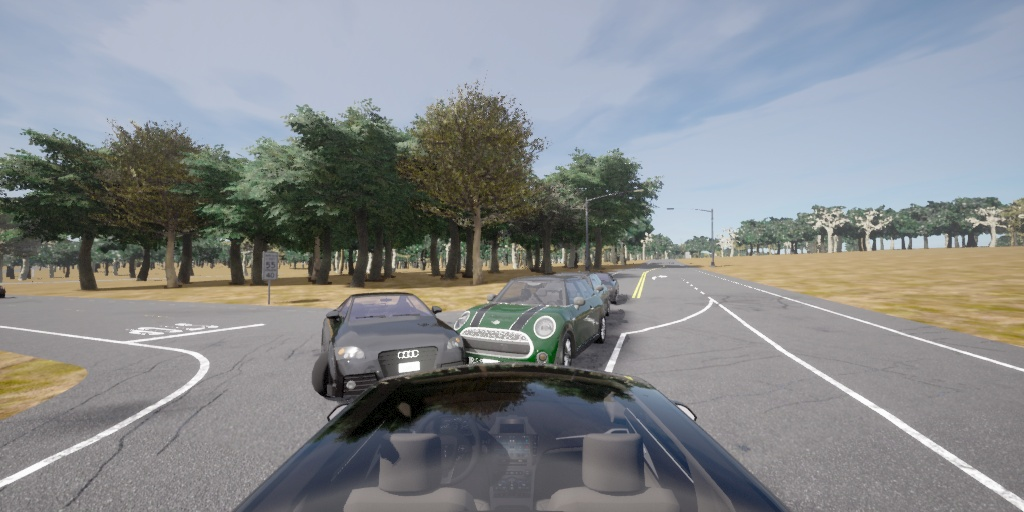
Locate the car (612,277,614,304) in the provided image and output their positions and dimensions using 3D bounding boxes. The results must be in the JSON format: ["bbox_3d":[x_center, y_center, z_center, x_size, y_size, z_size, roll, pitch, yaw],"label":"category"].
[{"bbox_3d":[2.031,1.343,12.103,2.097,1.767,4.553,-1,-1,21],"label":"car"}]

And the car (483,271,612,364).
[{"bbox_3d":[0.623,1.217,7.791,2.097,1.767,4.553,-1,-2,26],"label":"car"}]

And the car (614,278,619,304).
[{"bbox_3d":[4.228,1.508,17.829,1.994,1.385,4.181,-1,0,19],"label":"car"}]

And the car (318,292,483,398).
[{"bbox_3d":[-2.350,1.375,6.587,1.994,1.385,4.181,1,-2,-29],"label":"car"}]

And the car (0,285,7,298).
[{"bbox_3d":[-40.845,2.559,27.369,4.181,1.385,1.994,-2,-3,22],"label":"car"}]
